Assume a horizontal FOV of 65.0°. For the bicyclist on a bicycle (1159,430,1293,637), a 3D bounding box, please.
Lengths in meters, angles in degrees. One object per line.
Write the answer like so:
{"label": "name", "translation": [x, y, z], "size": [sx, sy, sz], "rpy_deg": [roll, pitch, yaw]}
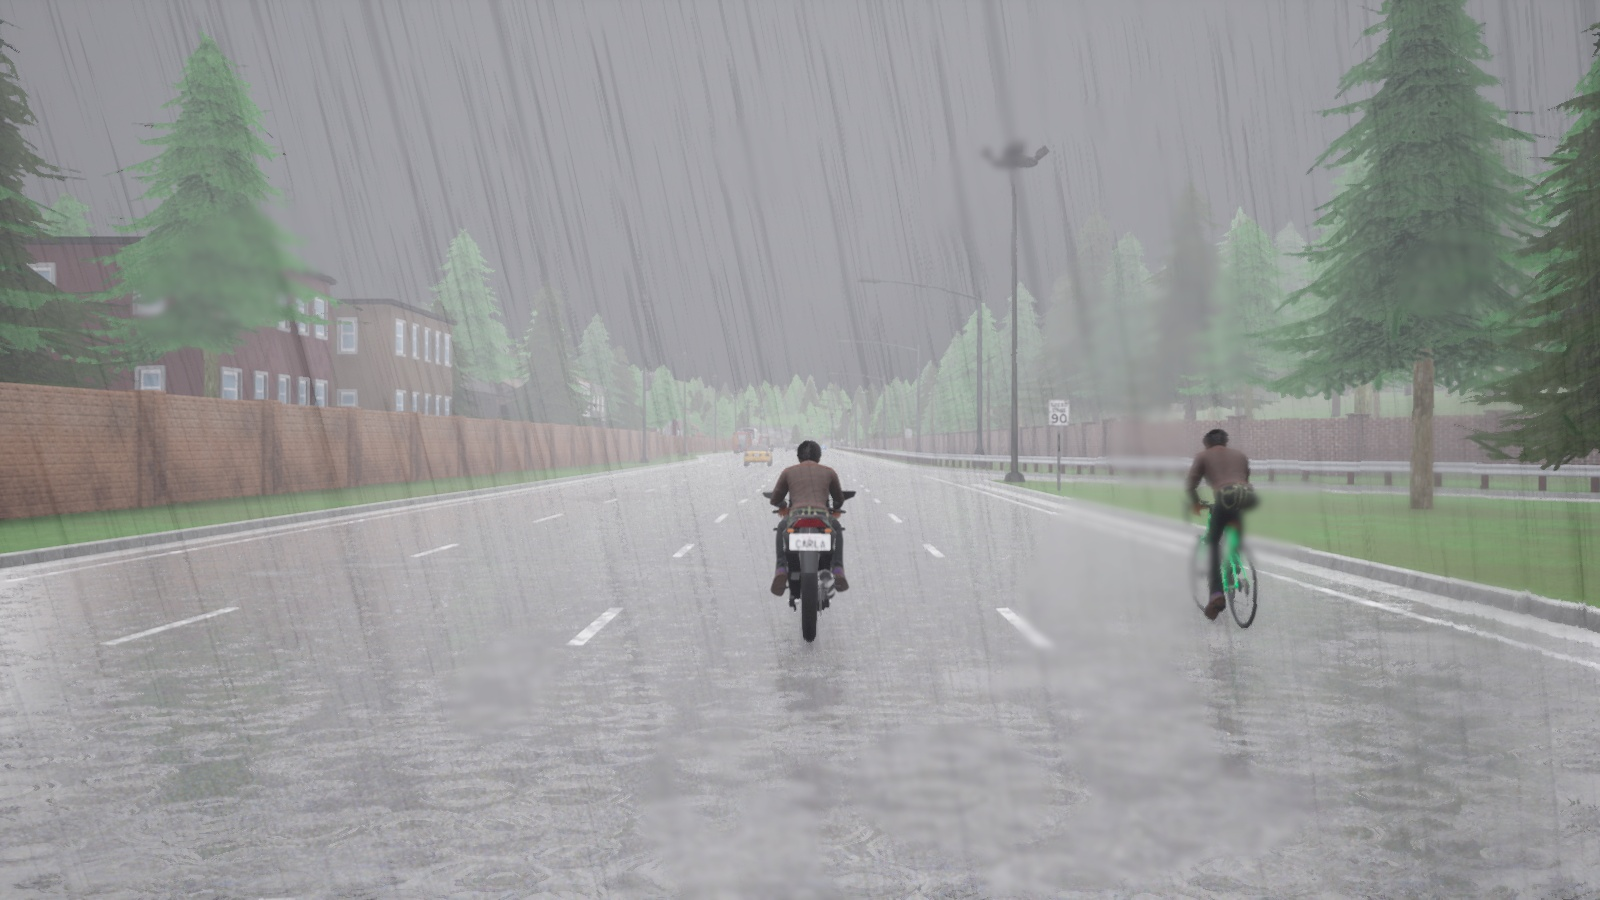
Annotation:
{"label": "bicyclist on a bicycle", "translation": [3.574, 0.654, 10.670], "size": [0.582, 1.620, 1.656], "rpy_deg": [0, 0, 0]}

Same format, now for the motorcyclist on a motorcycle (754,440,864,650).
{"label": "motorcyclist on a motorcycle", "translation": [0.073, 0.683, 10.109], "size": [0.797, 1.523, 2.044], "rpy_deg": [0, 0, 0]}

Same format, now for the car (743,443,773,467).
{"label": "car", "translation": [-2.807, 0.300, 84.830], "size": [1.801, 1.575, 5.366], "rpy_deg": [0, 0, 0]}
